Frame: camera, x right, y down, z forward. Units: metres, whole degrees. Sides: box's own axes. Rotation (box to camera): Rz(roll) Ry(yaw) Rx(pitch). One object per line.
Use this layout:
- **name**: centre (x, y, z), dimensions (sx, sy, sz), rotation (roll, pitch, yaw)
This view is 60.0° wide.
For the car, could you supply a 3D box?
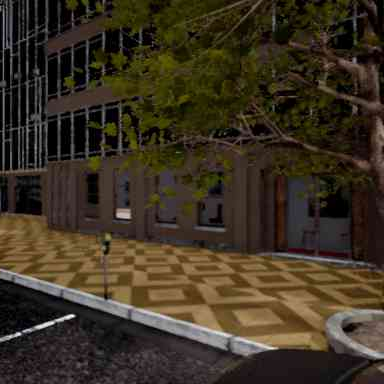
- **car**: centre (1.898, 1.554, 1.522), dimensions (4.403, 1.369, 2.008), rotation (0, 0, 35)
